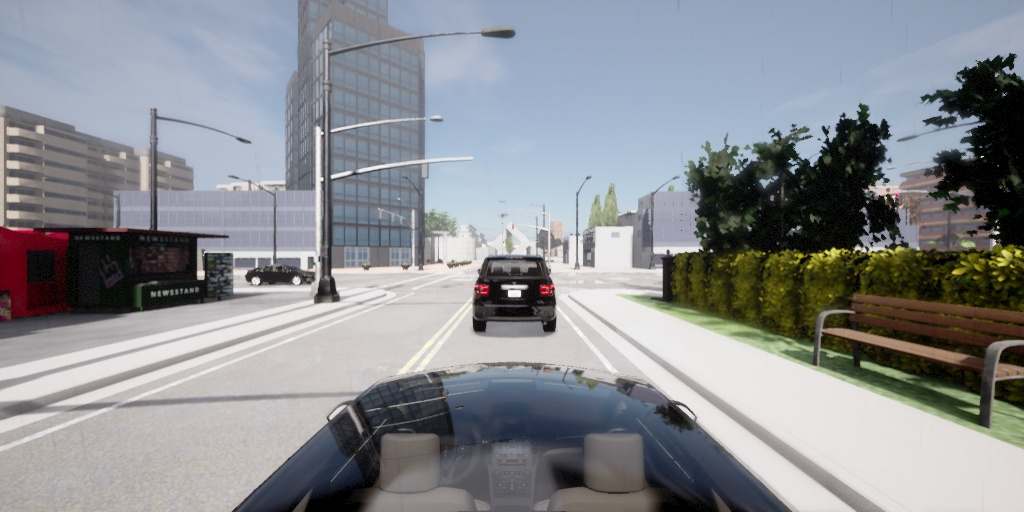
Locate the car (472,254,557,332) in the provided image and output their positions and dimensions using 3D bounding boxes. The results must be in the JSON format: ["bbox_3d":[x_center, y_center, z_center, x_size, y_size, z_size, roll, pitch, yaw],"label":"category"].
[{"bbox_3d":[0.075,0.971,11.036,2.150,2.045,5.566,0,0,0],"label":"car"}]

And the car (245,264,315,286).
[{"bbox_3d":[-16.638,1.360,26.130,4.892,1.490,1.837,-1,0,0],"label":"car"}]
